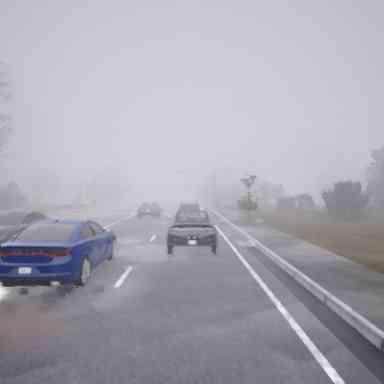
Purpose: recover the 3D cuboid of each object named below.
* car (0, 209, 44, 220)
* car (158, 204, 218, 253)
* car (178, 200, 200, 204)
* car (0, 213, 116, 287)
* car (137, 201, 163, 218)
[{"bbox_3d":[-7.206,1.493,13.418,1.837,1.490,4.892,0,0,-1],"label":"car"},{"bbox_3d":[-0.014,1.477,13.631,2.128,1.511,4.902,0,0,-1],"label":"car"},{"bbox_3d":[-0.251,1.445,31.031,1.882,1.535,5.008,0,0,-1],"label":"car"},{"bbox_3d":[-3.471,1.469,9.345,1.882,1.535,5.008,0,0,0],"label":"car"},{"bbox_3d":[-3.737,1.533,30.034,1.994,1.385,4.181,0,0,-1],"label":"car"}]
